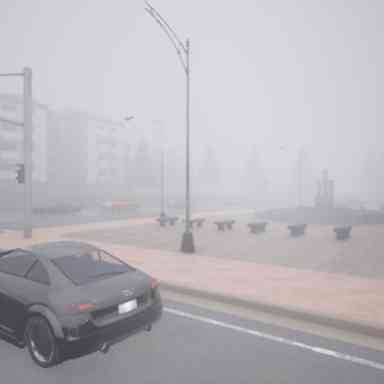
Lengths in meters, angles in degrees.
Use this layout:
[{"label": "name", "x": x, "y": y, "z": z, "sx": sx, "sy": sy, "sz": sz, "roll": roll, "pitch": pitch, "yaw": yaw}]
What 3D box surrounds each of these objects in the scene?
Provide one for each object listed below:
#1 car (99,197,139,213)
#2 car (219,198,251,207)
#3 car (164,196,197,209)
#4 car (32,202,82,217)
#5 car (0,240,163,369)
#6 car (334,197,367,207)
[{"label": "car", "x": -8.181, "y": 1.352, "z": 37.546, "sx": 2.097, "sy": 1.767, "sz": 4.553, "roll": 0, "pitch": 0, "yaw": 38}, {"label": "car", "x": 6.558, "y": 1.599, "z": 50.491, "sx": 4.718, "sy": 1.301, "sz": 1.895, "roll": 0, "pitch": 0, "yaw": -28}, {"label": "car", "x": -1.561, "y": 1.351, "z": 44.727, "sx": 4.553, "sy": 1.767, "sz": 2.097, "roll": 0, "pitch": 0, "yaw": -40}, {"label": "car", "x": -12.772, "y": 1.602, "z": 31.064, "sx": 1.895, "sy": 1.301, "sz": 4.718, "roll": 0, "pitch": 0, "yaw": 34}, {"label": "car", "x": -2.537, "y": 1.564, "z": 5.799, "sx": 4.181, "sy": 1.385, "sz": 1.994, "roll": 0, "pitch": 0, "yaw": 35}, {"label": "car", "x": 23.141, "y": 1.521, "z": 48.619, "sx": 4.674, "sy": 1.442, "sz": 1.812, "roll": 0, "pitch": 0, "yaw": -9}]
